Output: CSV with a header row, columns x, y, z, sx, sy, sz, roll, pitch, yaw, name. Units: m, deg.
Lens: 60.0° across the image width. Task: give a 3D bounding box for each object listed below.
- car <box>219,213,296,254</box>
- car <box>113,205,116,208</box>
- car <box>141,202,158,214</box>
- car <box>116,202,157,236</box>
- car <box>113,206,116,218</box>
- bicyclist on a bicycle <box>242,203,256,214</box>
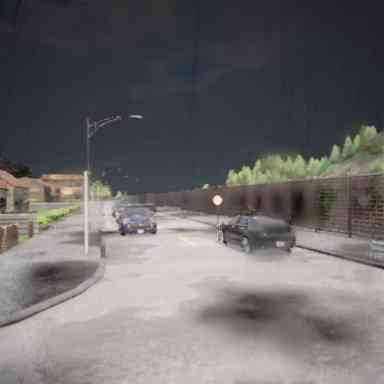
x,y,z,sx,sy,sz,roll,pitch,yaw,name
2.640,1.692,14.485,1.837,1.490,4.892,0,-1,-14,car
-8.306,2.047,39.437,2.097,1.767,4.553,-1,-1,-15,car
-6.153,2.290,47.448,1.837,1.490,4.892,-1,-1,-14,car
-3.526,1.718,21.269,2.097,1.767,4.553,-1,-1,-15,car
-5.843,2.126,30.051,1.895,1.301,4.718,-1,-1,-15,car
4.242,1.667,24.743,1.656,1.620,0.582,-1,-1,-15,bicyclist on a bicycle
